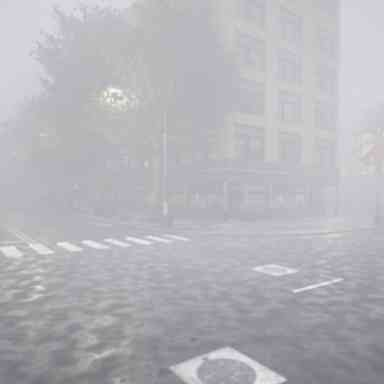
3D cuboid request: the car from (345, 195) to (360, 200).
[{"bbox_3d":[39.273,2.069,84.142,2.002,1.452,4.674,1,0,-36],"label":"car"}]
